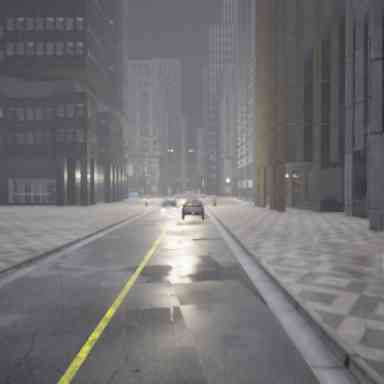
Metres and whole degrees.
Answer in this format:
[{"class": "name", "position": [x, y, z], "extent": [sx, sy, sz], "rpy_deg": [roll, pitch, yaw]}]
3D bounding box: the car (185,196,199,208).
[{"class": "car", "position": [0.029, 1.378, 48.041], "extent": [1.837, 1.490, 4.892], "rpy_deg": [0, 1, 1]}]

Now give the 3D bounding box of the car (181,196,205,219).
[{"class": "car", "position": [0.088, 1.405, 28.160], "extent": [2.128, 1.511, 4.902], "rpy_deg": [0, 0, 0]}]

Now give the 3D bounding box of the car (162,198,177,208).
[{"class": "car", "position": [-3.081, 1.476, 46.187], "extent": [1.895, 1.301, 4.718], "rpy_deg": [0, 0, 0]}]
